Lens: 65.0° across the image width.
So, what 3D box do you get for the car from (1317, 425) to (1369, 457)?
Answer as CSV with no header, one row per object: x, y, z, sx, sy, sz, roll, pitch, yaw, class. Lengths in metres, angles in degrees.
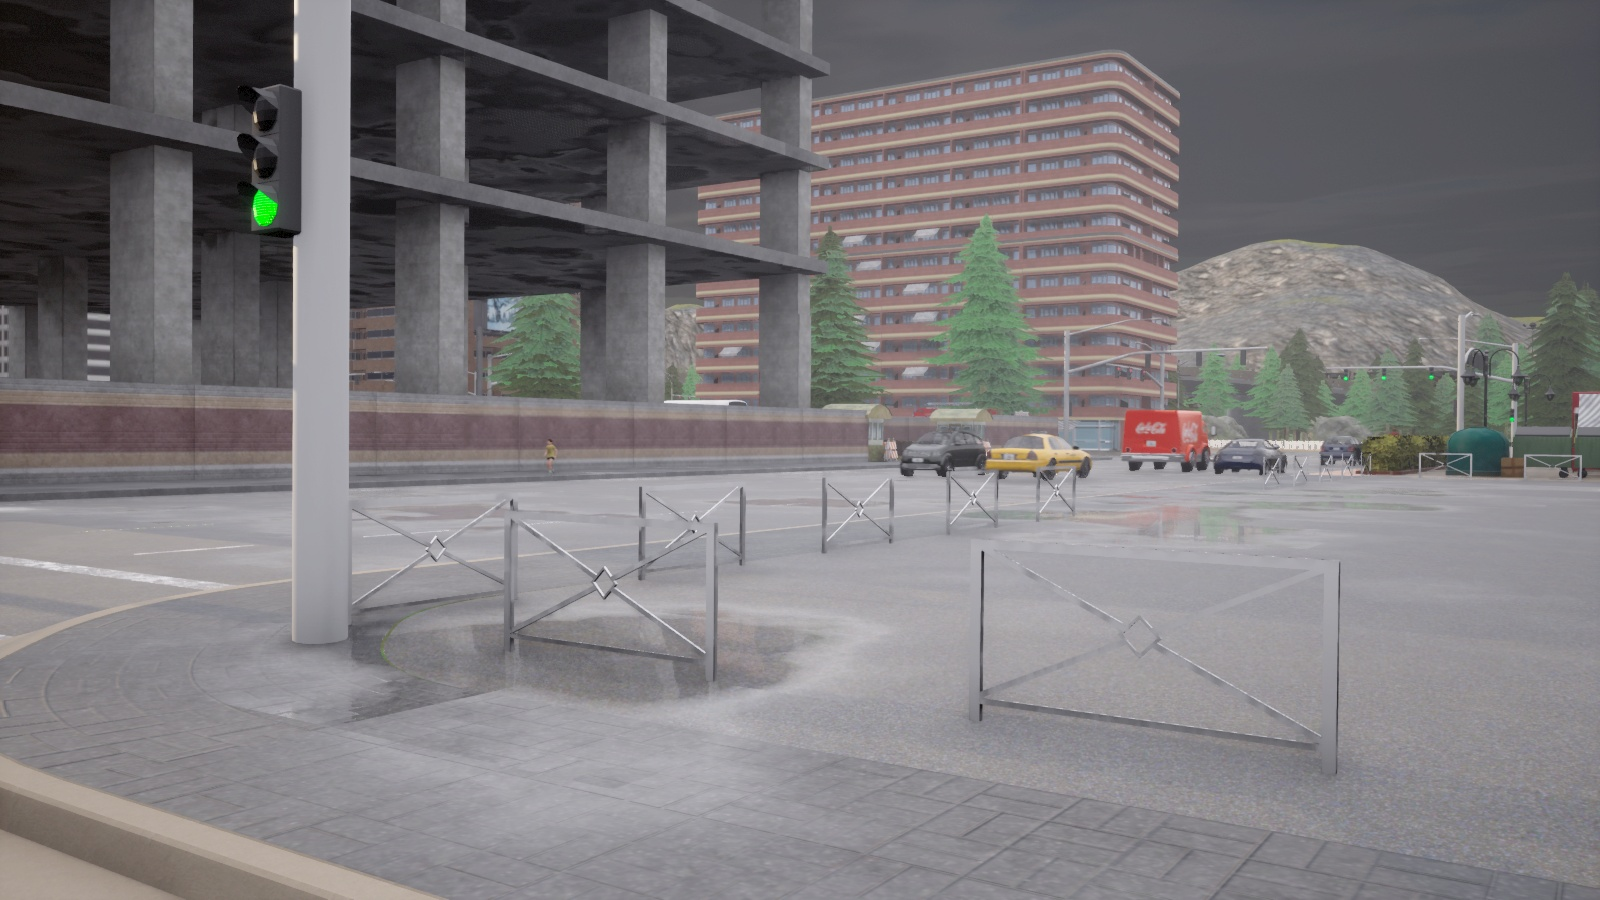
27.715,-0.471,64.041,1.789,1.549,3.705,0,1,33,car

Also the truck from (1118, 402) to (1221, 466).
15.208,-0.651,51.442,2.627,2.467,5.204,0,1,33,truck

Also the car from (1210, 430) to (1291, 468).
17.434,-0.080,48.460,1.994,1.385,4.181,0,1,33,car

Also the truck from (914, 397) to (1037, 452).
12.721,-1.797,91.465,8.468,3.827,2.891,0,1,34,truck

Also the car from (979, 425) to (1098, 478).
7.683,-0.001,40.036,1.801,1.575,5.366,0,1,33,car

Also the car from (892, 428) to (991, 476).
4.787,0.038,42.003,1.789,1.549,3.705,0,1,33,car

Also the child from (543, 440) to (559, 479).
-7.201,0.279,36.338,0.255,1.110,0.394,0,1,32,child
